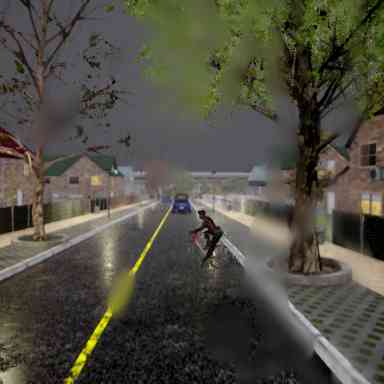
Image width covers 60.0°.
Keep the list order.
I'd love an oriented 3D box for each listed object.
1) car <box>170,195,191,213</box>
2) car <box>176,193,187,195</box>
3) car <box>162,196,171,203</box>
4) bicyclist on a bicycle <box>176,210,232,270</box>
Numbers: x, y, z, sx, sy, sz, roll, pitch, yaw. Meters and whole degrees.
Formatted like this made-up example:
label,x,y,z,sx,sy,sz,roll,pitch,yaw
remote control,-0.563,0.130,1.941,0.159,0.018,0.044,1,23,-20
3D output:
label,x,y,z,sx,sy,sz,roll,pitch,yaw
car,-1.130,1.449,36.174,1.882,1.535,5.008,0,0,-2
car,-1.619,1.202,49.907,2.150,2.045,5.566,0,0,-2
car,-5.026,1.473,66.480,1.882,1.535,5.008,0,0,-2
bicyclist on a bicycle,0.370,1.346,9.538,1.656,1.620,0.582,6,-2,16
